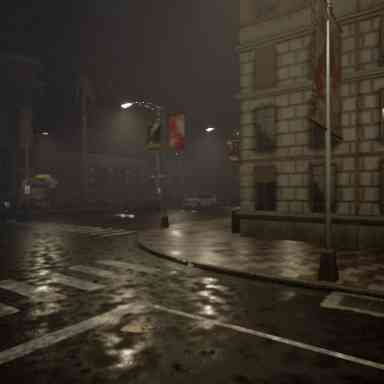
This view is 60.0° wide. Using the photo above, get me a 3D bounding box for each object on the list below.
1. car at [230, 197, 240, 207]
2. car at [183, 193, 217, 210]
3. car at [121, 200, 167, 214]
[{"bbox_3d":[7.924,1.472,51.635,5.008,1.535,1.882,0,0,-43],"label":"car"},{"bbox_3d":[1.100,1.215,43.866,2.150,2.045,5.566,0,0,37],"label":"car"},{"bbox_3d":[-5.014,1.541,35.613,2.033,1.411,5.357,0,0,36],"label":"car"}]
